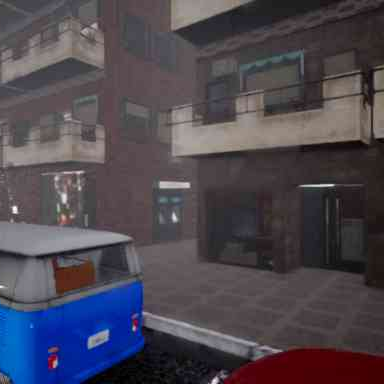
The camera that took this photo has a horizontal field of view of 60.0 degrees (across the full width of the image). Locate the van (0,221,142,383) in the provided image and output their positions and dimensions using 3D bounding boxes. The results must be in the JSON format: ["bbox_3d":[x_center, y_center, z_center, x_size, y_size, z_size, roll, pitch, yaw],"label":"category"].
[{"bbox_3d":[-2.517,1.360,4.677,3.998,1.788,1.690,0,0,36],"label":"van"}]

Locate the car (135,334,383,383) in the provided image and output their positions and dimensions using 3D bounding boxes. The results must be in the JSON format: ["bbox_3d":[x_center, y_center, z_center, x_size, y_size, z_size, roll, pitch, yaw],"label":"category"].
[{"bbox_3d":[2.066,1.541,1.403,4.507,1.381,1.887,0,0,36],"label":"car"}]
